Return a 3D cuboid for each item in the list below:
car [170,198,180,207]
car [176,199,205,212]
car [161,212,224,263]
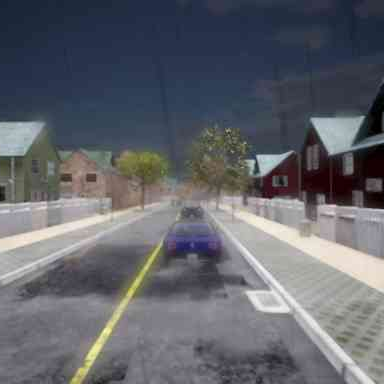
[{"bbox_3d":[-2.799,1.847,58.563,2.128,1.511,4.902,0,0,0],"label":"car"},{"bbox_3d":[0.045,1.605,27.731,2.128,1.511,4.902,0,0,1],"label":"car"},{"bbox_3d":[0.040,1.640,12.125,1.895,1.301,4.718,0,0,1],"label":"car"}]
